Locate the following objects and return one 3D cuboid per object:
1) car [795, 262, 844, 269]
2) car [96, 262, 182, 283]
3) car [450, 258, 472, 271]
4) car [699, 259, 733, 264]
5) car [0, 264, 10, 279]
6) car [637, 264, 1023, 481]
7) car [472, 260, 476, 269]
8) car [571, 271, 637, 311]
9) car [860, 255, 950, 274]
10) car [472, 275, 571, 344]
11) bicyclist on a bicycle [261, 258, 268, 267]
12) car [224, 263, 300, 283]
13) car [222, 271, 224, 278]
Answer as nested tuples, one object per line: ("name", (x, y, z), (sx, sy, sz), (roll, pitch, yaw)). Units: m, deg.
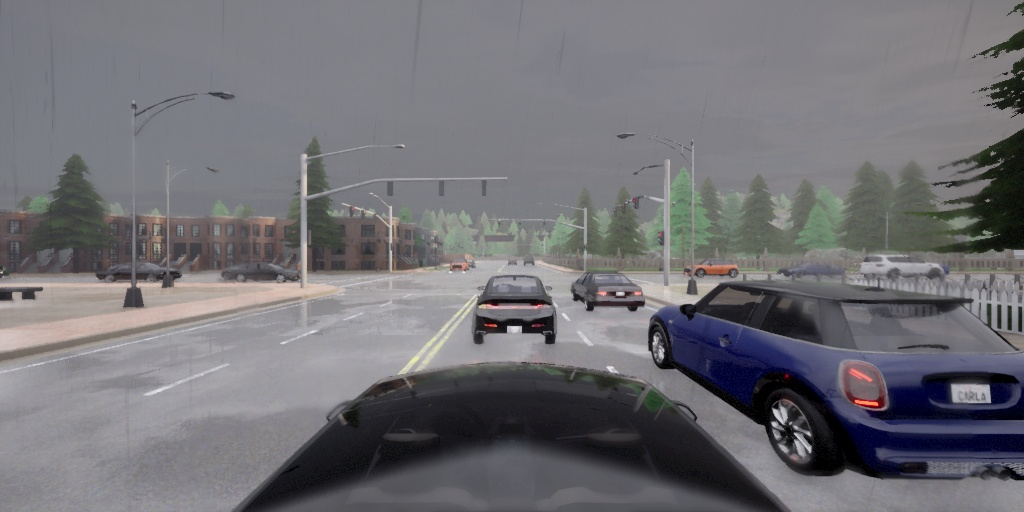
("car", (28.274, 1.297, 33.925), (5.357, 1.411, 2.033), (0, 0, 1))
("car", (-27.952, 1.351, 27.015), (4.718, 1.301, 1.895), (0, 0, -3))
("car", (-7.036, 1.102, 48.317), (2.097, 1.767, 4.553), (0, 0, 0))
("car", (18.749, 1.102, 33.950), (4.553, 1.767, 2.097), (0, 0, 0))
("car", (-43.217, 0.972, 27.549), (5.566, 2.045, 2.150), (0, 0, -22))
("car", (3.606, 1.102, 4.938), (2.097, 1.767, 4.553), (0, 0, 0))
("car", (-7.013, 1.276, 58.250), (1.812, 1.442, 4.674), (0, 0, 1))
("car", (3.600, 1.297, 14.356), (2.033, 1.411, 5.357), (0, 0, 0))
("car", (32.697, 0.971, 30.219), (5.566, 2.045, 2.150), (0, 0, 0))
("car", (0.073, 1.242, 9.528), (2.128, 1.511, 4.902), (0, 0, 1))
("bicyclist on a bicycle", (-28.766, 1.053, 41.635), (0.582, 1.620, 1.656), (0, 0, -1))
("car", (-18.465, 1.255, 27.188), (4.892, 1.490, 1.837), (0, 0, -1))
("car", (-22.148, 1.314, 30.620), (4.181, 1.385, 1.994), (0, 0, -1))
